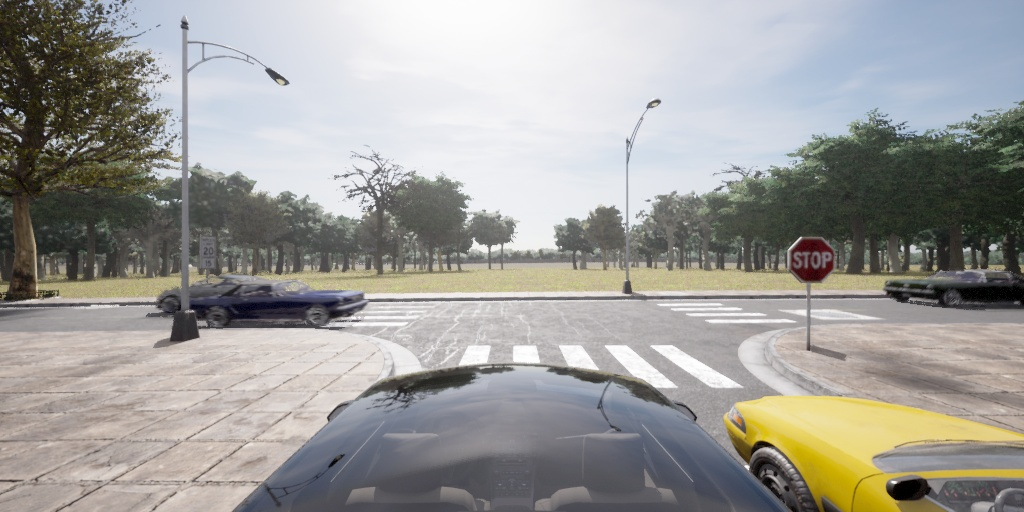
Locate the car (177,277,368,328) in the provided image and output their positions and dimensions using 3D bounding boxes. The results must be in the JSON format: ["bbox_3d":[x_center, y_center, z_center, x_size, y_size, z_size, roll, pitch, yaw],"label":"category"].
[{"bbox_3d":[-7.083,1.414,11.126,4.718,1.301,1.895,-1,0,1],"label":"car"}]

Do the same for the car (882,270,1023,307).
[{"bbox_3d":[17.485,1.201,13.866,4.718,1.301,1.895,0,0,1],"label":"car"}]

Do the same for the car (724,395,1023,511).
[{"bbox_3d":[2.634,1.275,1.078,1.751,1.417,4.829,0,0,0],"label":"car"}]

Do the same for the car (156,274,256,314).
[{"bbox_3d":[-11.279,1.436,14.118,4.181,1.385,1.994,-1,0,1],"label":"car"}]
